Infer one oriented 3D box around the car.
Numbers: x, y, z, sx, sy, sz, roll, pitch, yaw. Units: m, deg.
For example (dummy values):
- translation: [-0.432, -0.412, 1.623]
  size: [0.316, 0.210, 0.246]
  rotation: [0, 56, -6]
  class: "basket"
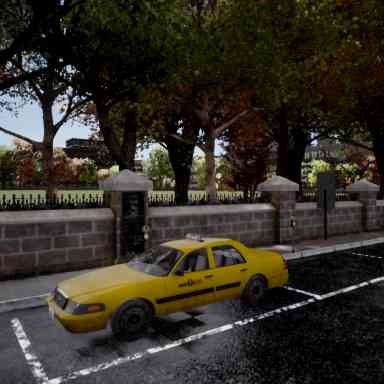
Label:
- translation: [-0.171, 1.525, 6.448]
  size: [4.829, 1.417, 1.752]
  rotation: [0, 0, -36]
  class: "car"
